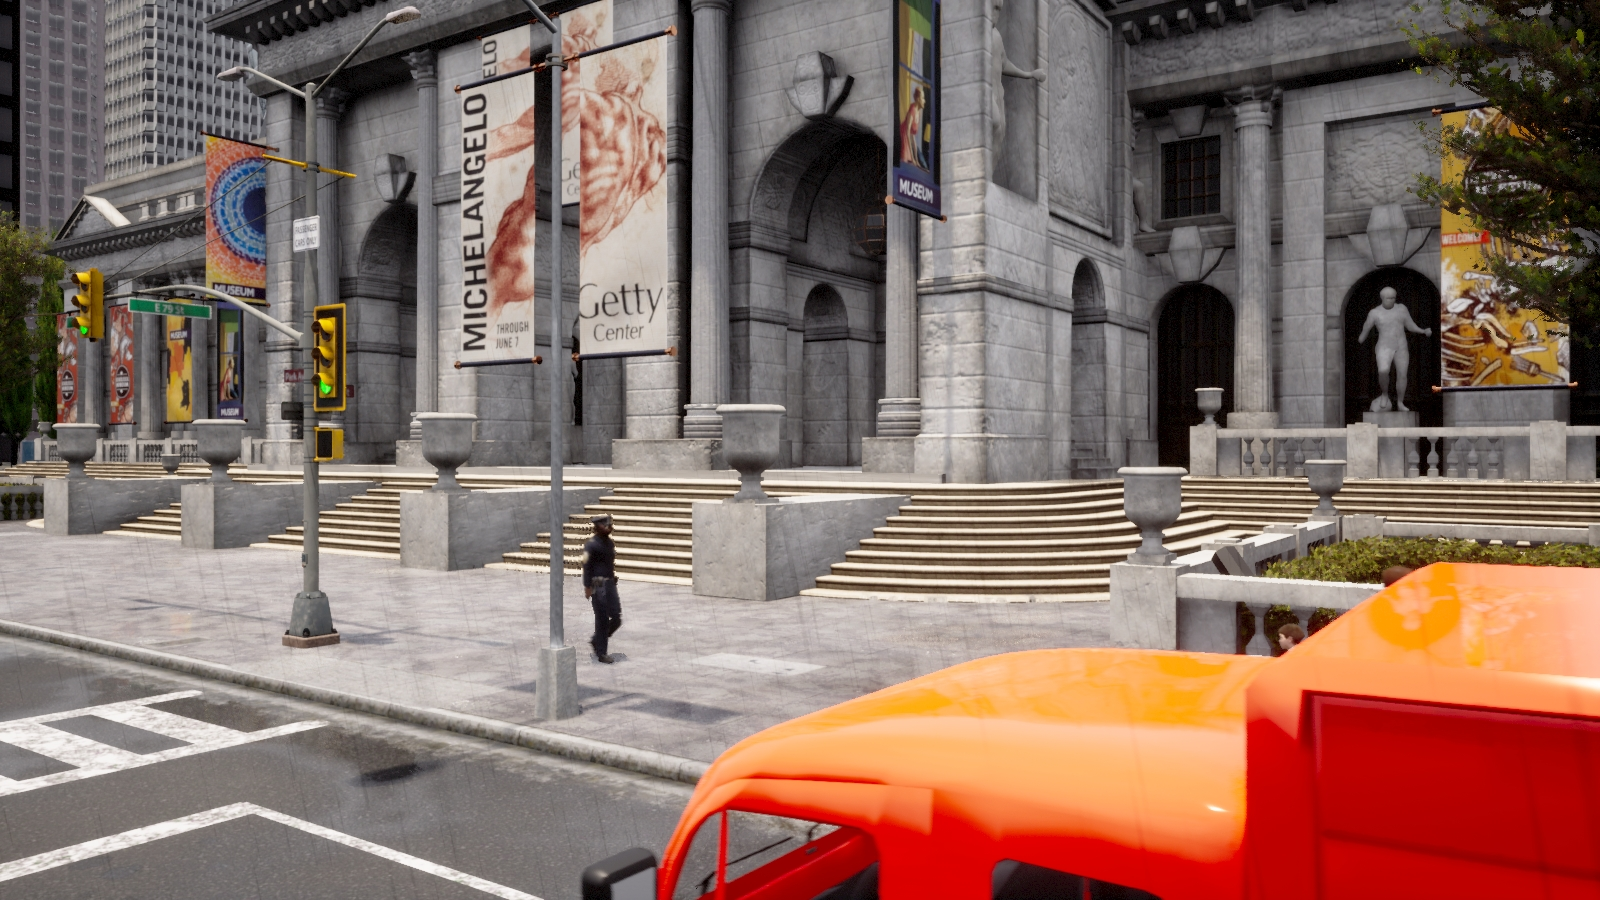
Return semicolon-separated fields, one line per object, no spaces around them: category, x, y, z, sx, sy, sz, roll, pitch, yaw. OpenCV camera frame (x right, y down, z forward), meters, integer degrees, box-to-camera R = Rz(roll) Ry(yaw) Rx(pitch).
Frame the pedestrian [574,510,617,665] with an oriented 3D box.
pedestrian;-2.540;1.692;14.214;0.375;1.860;0.375;0;0;33

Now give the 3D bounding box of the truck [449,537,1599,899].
truck;2.054;1.548;2.330;5.204;2.467;2.627;-2;-1;35
